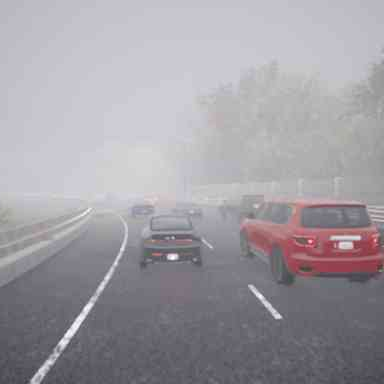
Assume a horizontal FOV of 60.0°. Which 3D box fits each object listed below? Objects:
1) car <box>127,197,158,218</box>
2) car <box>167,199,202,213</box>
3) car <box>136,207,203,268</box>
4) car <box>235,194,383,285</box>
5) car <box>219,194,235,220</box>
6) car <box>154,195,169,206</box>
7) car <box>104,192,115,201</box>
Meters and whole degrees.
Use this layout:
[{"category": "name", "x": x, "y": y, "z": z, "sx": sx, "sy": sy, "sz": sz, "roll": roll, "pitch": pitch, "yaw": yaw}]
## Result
[{"category": "car", "x": -4.662, "y": 1.424, "z": 29.752, "sx": 1.882, "sy": 1.535, "sz": 5.008, "roll": 0, "pitch": 0, "yaw": -17}, {"category": "car", "x": -0.529, "y": 1.500, "z": 28.092, "sx": 1.994, "sy": 1.385, "sz": 4.181, "roll": 0, "pitch": 0, "yaw": -15}, {"category": "car", "x": -0.790, "y": 1.481, "z": 11.269, "sx": 1.837, "sy": 1.490, "sz": 4.892, "roll": 0, "pitch": 0, "yaw": -7}, {"category": "car", "x": 2.967, "y": 1.189, "z": 9.556, "sx": 2.150, "sy": 2.045, "sz": 5.566, "roll": 0, "pitch": 0, "yaw": -5}, {"category": "car", "x": 3.809, "y": 1.149, "z": 25.466, "sx": 2.150, "sy": 2.045, "sz": 5.566, "roll": 0, "pitch": 0, "yaw": -14}, {"category": "car", "x": -4.836, "y": 1.255, "z": 48.769, "sx": 2.097, "sy": 1.767, "sz": 4.553, "roll": 0, "pitch": 0, "yaw": -26}, {"category": "car", "x": -19.125, "y": 1.111, "z": 77.429, "sx": 2.150, "sy": 2.045, "sz": 5.566, "roll": 0, "pitch": 0, "yaw": -17}]
